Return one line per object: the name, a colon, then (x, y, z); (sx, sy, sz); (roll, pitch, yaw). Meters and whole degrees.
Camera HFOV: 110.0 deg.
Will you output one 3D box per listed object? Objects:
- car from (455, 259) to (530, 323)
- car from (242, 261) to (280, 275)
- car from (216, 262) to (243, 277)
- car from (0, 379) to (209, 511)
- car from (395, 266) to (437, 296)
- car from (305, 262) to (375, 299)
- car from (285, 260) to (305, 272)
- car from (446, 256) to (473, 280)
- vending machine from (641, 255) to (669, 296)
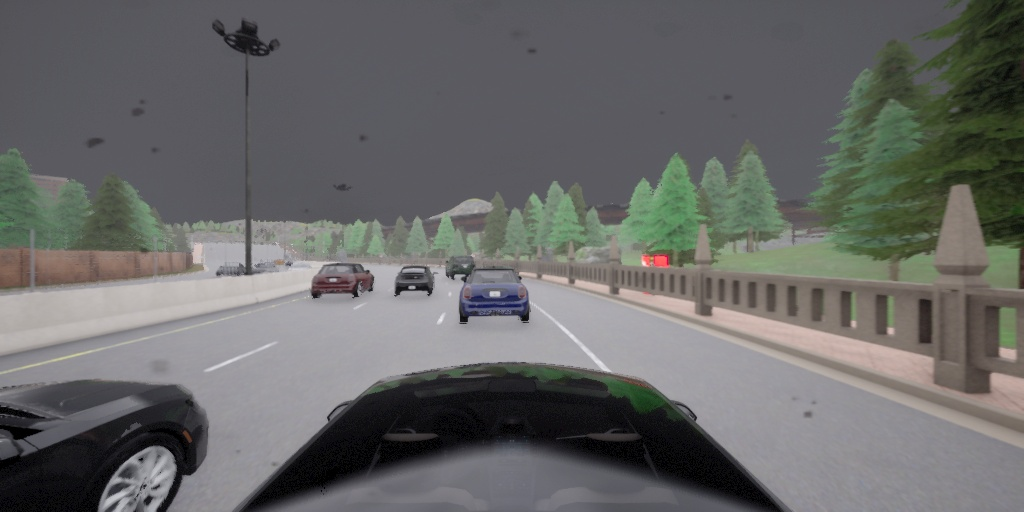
car: (-0.682, 1.104, 12.323); (2.097, 1.767, 4.553); (0, 0, -5)
car: (-24.357, 1.445, 35.189); (1.895, 1.301, 4.718); (0, 0, -22)
car: (-29.139, 1.389, 37.432); (1.812, 1.442, 4.674); (0, 0, -25)
car: (-3.547, 1.269, 1.080); (1.837, 1.490, 4.892); (0, 0, 0)
car: (-5.244, 1.275, 19.679); (1.837, 1.490, 4.892); (0, 0, -10)
car: (-8.638, 1.135, 18.708); (2.097, 1.767, 4.553); (0, 0, -10)
car: (-20.591, 1.355, 35.055); (1.812, 1.442, 4.674); (0, 0, -21)
car: (-4.669, 0.988, 32.355); (2.150, 2.045, 5.566); (0, 0, -17)
vending machine: (6.786, 0.918, 17.038); (1.100, 2.100, 0.880); (0, 0, -8)
